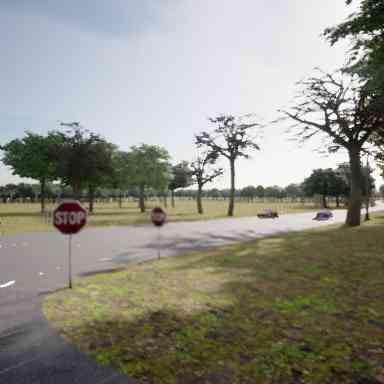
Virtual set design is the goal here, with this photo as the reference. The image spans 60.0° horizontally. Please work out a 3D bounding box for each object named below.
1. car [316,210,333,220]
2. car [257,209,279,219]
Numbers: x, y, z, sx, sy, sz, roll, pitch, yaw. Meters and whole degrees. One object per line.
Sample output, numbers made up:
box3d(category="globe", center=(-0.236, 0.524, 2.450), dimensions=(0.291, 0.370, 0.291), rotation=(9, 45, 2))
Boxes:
box3d(category="car", center=(20.726, 3.520, 52.065), dimensions=(1.812, 1.442, 4.674), rotation=(1, -1, 32))
box3d(category="car", center=(11.644, 3.290, 51.018), dimensions=(1.882, 1.535, 5.008), rotation=(0, -1, 36))
